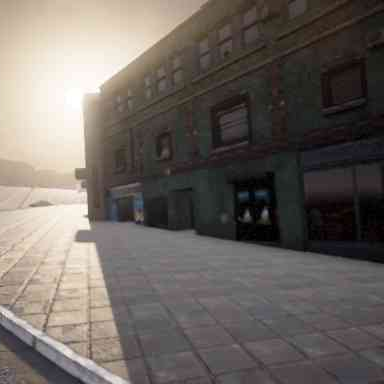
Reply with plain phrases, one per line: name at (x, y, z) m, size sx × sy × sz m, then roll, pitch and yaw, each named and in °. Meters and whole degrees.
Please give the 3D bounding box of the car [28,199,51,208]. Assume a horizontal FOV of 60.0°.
car at (-26.251, 2.006, 57.381) m, size 1.994 × 1.385 × 4.181 m, roll -4°, pitch -1°, yaw 9°

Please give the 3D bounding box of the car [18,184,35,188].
car at (-42.642, -1.303, 83.817) m, size 2.163 × 1.488 × 4.792 m, roll -5°, pitch -3°, yaw 18°

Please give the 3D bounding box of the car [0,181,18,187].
car at (-44.426, -1.628, 78.381) m, size 2.185 × 1.767 × 4.553 m, roll -5°, pitch -3°, yaw 19°
